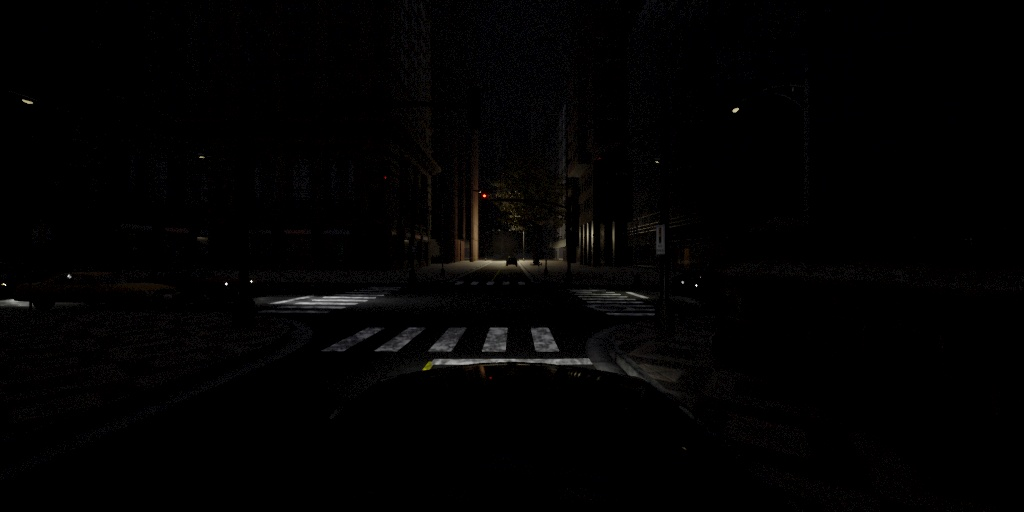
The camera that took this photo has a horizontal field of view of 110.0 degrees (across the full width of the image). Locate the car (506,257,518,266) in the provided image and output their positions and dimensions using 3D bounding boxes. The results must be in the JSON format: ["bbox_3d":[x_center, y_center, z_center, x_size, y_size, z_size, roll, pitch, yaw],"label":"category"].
[{"bbox_3d":[-0.050,0.968,61.543,1.837,1.490,4.892,0,1,0],"label":"car"}]

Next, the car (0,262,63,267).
[{"bbox_3d":[-23.846,1.076,15.774,5.357,1.411,2.033,1,0,0],"label":"car"}]

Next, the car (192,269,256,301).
[{"bbox_3d":[-14.103,1.231,15.741,4.718,1.301,1.895,1,0,0],"label":"car"}]

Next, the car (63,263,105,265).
[{"bbox_3d":[-26.358,1.065,21.645,4.313,1.339,1.948,0,0,0],"label":"car"}]

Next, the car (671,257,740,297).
[{"bbox_3d":[11.745,1.051,18.856,5.566,2.045,2.150,0,0,0],"label":"car"}]

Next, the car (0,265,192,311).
[{"bbox_3d":[-14.965,1.146,13.083,4.829,1.417,1.751,0,0,0],"label":"car"}]
